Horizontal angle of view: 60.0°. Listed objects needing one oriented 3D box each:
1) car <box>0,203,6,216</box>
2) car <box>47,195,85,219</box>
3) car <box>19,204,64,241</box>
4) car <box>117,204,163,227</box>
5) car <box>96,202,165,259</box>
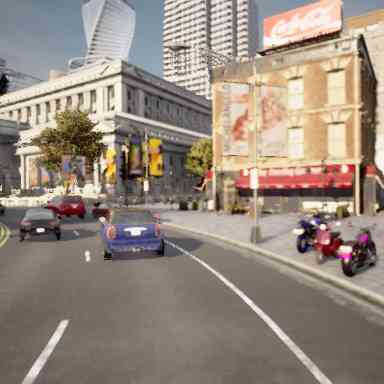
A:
[{"bbox_3d":[-20.787,1.664,34.057,4.902,1.511,2.128,0,0,41],"label":"car"},{"bbox_3d":[-11.256,1.325,29.312,2.150,2.045,5.566,0,0,-38],"label":"car"},{"bbox_3d":[-7.874,1.595,17.280,1.812,1.442,4.674,0,0,-25],"label":"car"},{"bbox_3d":[-3.907,1.645,24.304,1.895,1.301,4.718,0,0,-27],"label":"car"},{"bbox_3d":[-2.493,1.382,13.060,2.097,1.767,4.553,0,0,-17],"label":"car"}]
